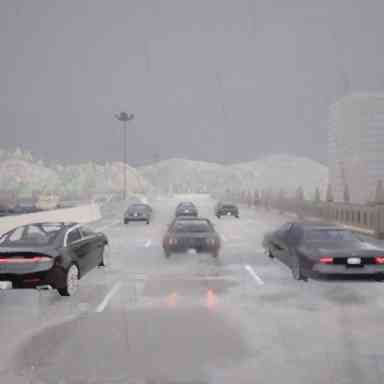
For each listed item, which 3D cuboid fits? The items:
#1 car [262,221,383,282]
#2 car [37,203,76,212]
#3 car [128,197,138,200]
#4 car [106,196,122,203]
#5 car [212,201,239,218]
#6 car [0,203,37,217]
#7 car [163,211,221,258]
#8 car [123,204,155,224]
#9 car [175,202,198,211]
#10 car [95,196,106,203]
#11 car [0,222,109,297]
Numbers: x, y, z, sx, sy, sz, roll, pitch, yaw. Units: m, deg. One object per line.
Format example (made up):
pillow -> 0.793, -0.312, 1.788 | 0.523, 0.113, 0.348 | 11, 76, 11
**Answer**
car -> 3.509, 1.562, 9.785 | 2.033, 1.411, 5.357 | 0, 0, -1
car -> -11.166, 1.643, 28.586 | 1.895, 1.301, 4.718 | 0, 0, -2
car -> -12.245, 1.641, 69.143 | 2.033, 1.411, 5.357 | 0, 0, -2
car -> -15.744, 1.626, 69.042 | 2.128, 1.511, 4.902 | 0, 0, -2
car -> 2.993, 1.548, 29.988 | 1.837, 1.490, 4.892 | 0, 0, -2
car -> -14.665, 1.643, 28.484 | 1.895, 1.301, 4.718 | 0, 0, -2
car -> -0.050, 1.620, 12.870 | 1.895, 1.301, 4.718 | 0, 0, -1
car -> -3.864, 1.584, 24.863 | 2.033, 1.411, 5.357 | 0, 0, -2
car -> -0.521, 1.608, 30.401 | 1.994, 1.385, 4.181 | 0, 0, -2
car -> -19.291, 1.599, 70.626 | 1.837, 1.490, 4.892 | 0, 0, -2
car -> -3.488, 1.504, 8.558 | 2.128, 1.511, 4.902 | 0, 0, -1
